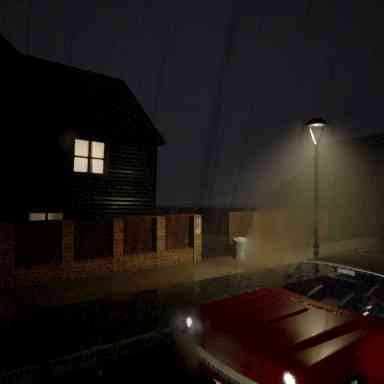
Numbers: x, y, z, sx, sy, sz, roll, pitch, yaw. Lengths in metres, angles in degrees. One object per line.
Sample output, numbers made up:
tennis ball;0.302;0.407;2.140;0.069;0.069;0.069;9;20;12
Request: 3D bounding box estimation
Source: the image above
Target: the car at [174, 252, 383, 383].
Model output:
car;2.147;1.606;4.481;4.718;1.301;1.895;0;0;-34
